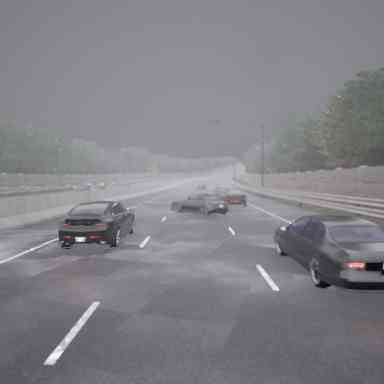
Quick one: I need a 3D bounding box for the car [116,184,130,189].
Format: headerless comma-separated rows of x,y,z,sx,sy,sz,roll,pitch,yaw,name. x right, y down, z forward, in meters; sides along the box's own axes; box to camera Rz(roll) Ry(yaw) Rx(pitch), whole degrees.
-12.664,-0.640,61.479,2.128,1.511,4.902,0,2,3,car

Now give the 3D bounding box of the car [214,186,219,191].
4.061,0.223,41.000,1.994,1.385,4.181,0,2,2,car

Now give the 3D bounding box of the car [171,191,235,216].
0.485,0.816,22.757,1.994,1.385,4.181,-2,3,-44,car

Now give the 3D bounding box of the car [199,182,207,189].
2.808,-1.709,85.751,1.812,1.442,4.674,0,3,4,car

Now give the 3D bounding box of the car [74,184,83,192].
-19.735,-0.588,60.213,1.837,1.490,4.892,0,2,3,car

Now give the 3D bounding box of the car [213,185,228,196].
4.451,-0.233,51.874,2.128,1.511,4.902,0,2,2,car

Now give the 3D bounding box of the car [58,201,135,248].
-3.376,1.089,12.528,1.837,1.490,4.892,0,2,0,car

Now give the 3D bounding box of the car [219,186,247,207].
3.772,0.493,30.113,1.882,1.535,5.008,0,2,1,car

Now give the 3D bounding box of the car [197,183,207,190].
2.177,-1.228,76.068,2.128,1.511,4.902,0,3,4,car

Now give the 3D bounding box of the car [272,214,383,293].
3.498,1.270,8.341,2.033,1.411,5.357,0,2,0,car

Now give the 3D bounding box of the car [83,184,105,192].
-16.374,-0.476,57.251,2.128,1.511,4.902,0,2,3,car
